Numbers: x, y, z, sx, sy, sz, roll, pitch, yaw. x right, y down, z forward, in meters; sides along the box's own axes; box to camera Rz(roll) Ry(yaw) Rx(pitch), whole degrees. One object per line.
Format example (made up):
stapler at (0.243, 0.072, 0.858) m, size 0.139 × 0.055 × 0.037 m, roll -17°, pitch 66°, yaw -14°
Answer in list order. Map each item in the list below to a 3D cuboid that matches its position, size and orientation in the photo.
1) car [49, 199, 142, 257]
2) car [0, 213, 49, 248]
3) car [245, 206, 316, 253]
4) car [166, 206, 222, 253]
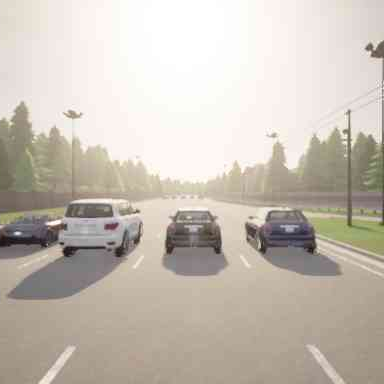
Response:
car at (-3.434, 1.288, 13.453) m, size 2.150 × 2.045 × 5.566 m, roll 0°, pitch 0°, yaw 0°
car at (-6.922, 1.637, 15.282) m, size 1.994 × 1.385 × 4.181 m, roll 0°, pitch 0°, yaw 0°
car at (3.571, 1.419, 14.243) m, size 2.097 × 1.767 × 4.553 m, roll 0°, pitch 0°, yaw 0°
car at (0.071, 1.419, 14.234) m, size 2.097 × 1.767 × 4.553 m, roll 0°, pitch 0°, yaw 0°
